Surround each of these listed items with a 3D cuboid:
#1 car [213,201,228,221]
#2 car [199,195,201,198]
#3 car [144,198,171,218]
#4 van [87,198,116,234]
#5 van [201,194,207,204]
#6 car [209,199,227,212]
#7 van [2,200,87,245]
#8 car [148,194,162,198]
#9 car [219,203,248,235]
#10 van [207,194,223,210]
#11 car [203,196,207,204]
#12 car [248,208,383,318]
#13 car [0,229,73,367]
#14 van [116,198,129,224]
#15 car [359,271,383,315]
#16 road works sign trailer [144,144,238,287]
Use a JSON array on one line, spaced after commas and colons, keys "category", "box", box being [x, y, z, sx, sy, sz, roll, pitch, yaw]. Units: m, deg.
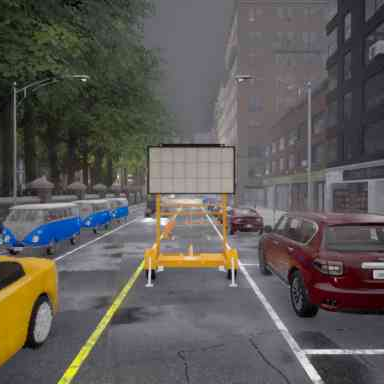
[{"category": "car", "box": [2.810, 1.570, 24.345, 1.802, 1.307, 4.206, 0, 0, 0]}, {"category": "car", "box": [2.748, 1.505, 58.308, 1.947, 1.339, 4.313, 0, 0, 0]}, {"category": "car", "box": [-3.055, 1.547, 29.753, 1.994, 1.385, 4.181, 0, 0, 0]}, {"category": "van", "box": [-5.706, 1.334, 18.643, 1.690, 1.788, 3.998, 0, 0, 0]}, {"category": "van", "box": [2.758, 1.291, 52.647, 1.690, 1.788, 3.998, 0, 0, 0]}, {"category": "car", "box": [2.799, 1.564, 30.006, 1.802, 1.307, 4.206, 0, 0, 0]}, {"category": "van", "box": [-5.695, 1.338, 12.986, 1.690, 1.788, 3.998, 0, 0, 0]}, {"category": "car", "box": [-5.767, 1.265, 52.591, 2.192, 1.841, 5.009, 0, 0, 0]}, {"category": "car", "box": [2.820, 1.538, 18.685, 1.887, 1.381, 4.507, 0, 0, 0]}, {"category": "van", "box": [2.789, 1.317, 35.666, 1.690, 1.788, 3.998, 0, 0, 0]}, {"category": "car", "box": [2.779, 1.513, 41.326, 1.887, 1.381, 4.507, 0, 0, 0]}, {"category": "car", "box": [2.840, 1.314, 7.363, 2.192, 1.841, 5.009, 0, 0, 0]}, {"category": "car", "box": [-3.106, 1.477, 3.425, 1.882, 1.535, 5.008, 0, 0, 0]}, {"category": "van", "box": [-5.716, 1.329, 24.301, 1.690, 1.788, 3.998, 0, 0, 0]}, {"category": "car", "box": [2.851, 1.582, 1.703, 1.802, 1.307, 4.206, 0, 0, 0]}, {"category": "road works sign trailer", "box": [-0.017, 0.463, 9.312, 2.380, 3.560, 2.880, 0, 0, 0]}]
